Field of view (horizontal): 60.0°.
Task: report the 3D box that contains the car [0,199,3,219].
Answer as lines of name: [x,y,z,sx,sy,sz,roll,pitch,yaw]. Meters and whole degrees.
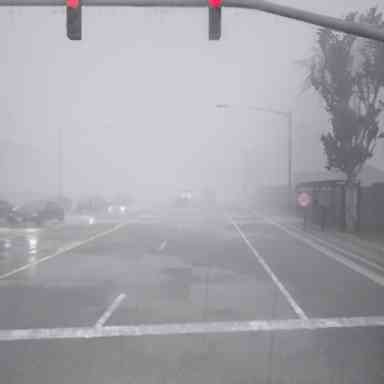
car: [-13.136,1.195,21.085,1.837,1.490,4.892,1,1,3]

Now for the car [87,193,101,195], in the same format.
car: [-12.127,0.876,40.846,1.837,1.490,4.892,1,1,3]

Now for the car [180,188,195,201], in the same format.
car: [-0.829,0.446,53.549,2.150,2.045,5.566,1,1,3]

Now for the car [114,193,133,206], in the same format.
car: [-8.613,0.905,40.997,1.837,1.490,4.892,1,1,3]

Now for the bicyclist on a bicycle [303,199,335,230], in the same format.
bicyclist on a bicycle: [6.704,1.222,17.568,1.656,1.620,0.582,0,1,3]

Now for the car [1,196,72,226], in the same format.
car: [-9.634,1.247,21.112,1.812,1.442,4.674,0,1,3]

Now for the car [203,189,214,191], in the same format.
car: [2.839,0.414,56.898,2.150,2.045,5.566,1,1,3]

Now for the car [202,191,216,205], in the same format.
car: [2.278,0.937,45.448,1.812,1.442,4.674,1,1,3]

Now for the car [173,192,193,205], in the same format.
car: [-1.337,1.022,43.293,1.895,1.301,4.718,1,1,3]

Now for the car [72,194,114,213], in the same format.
car: [-9.145,1.184,30.911,1.895,1.301,4.718,1,1,3]
